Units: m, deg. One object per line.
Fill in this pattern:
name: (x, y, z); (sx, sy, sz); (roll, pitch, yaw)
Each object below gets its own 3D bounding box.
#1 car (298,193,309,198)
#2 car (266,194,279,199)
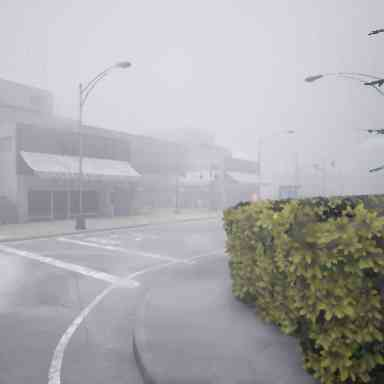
car: (25.196, 1.316, 78.131); (2.007, 1.523, 4.514); (0, 0, 37)
car: (18.036, 1.250, 74.690); (1.970, 1.475, 3.806); (0, 0, 37)
